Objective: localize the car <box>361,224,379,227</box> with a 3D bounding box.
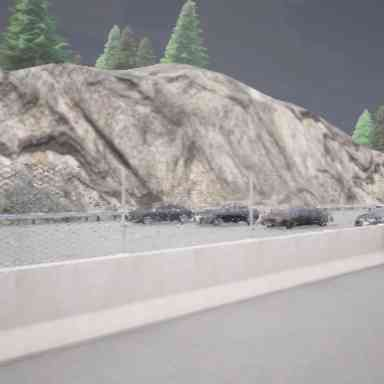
[{"bbox_3d":[12.059,1.551,20.432,4.674,1.442,1.812,0,0,-31],"label":"car"}]
